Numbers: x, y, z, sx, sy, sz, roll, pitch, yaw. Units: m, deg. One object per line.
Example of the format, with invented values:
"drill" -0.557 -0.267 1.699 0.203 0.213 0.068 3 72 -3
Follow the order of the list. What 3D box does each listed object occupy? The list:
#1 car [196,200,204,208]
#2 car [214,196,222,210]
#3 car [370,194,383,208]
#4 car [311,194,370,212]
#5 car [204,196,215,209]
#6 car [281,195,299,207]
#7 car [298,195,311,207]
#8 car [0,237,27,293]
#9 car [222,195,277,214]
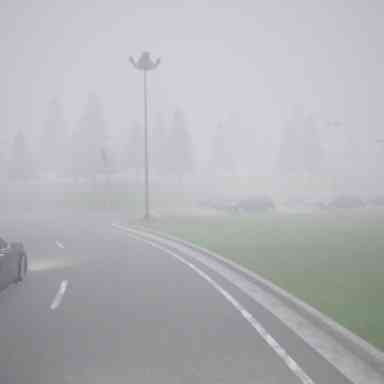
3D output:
"car" 3.004 1.263 41.716 5.008 1.535 1.882 -1 0 -11
"car" 5.498 1.328 35.096 5.357 1.411 2.033 -1 0 -12
"car" 21.139 1.066 38.323 4.892 1.490 1.837 -1 0 -11
"car" 14.885 1.016 33.465 4.553 1.767 2.097 -1 0 -12
"car" 4.602 1.325 38.510 5.357 1.411 2.033 -1 0 -16
"car" 14.221 1.119 44.045 4.902 1.511 2.128 -1 0 -12
"car" 15.992 1.219 40.842 4.718 1.301 1.895 -1 0 -12
"car" -4.794 1.541 6.721 1.837 1.490 4.892 0 1 -13
"car" 5.578 1.146 31.536 4.553 1.767 2.097 -1 0 -12
